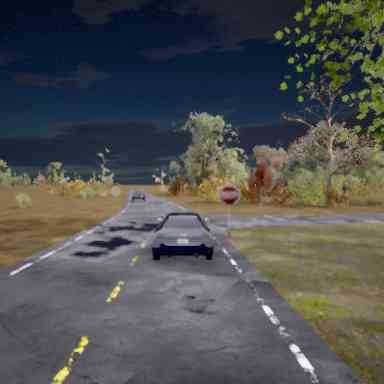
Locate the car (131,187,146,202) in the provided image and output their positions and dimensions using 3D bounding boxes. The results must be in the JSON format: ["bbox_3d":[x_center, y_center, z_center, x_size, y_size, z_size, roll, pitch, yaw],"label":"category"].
[{"bbox_3d":[-8.853,0.486,55.143,2.150,2.045,5.566,0,1,-10],"label":"car"}]

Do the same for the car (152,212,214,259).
[{"bbox_3d":[-0.311,1.407,11.879,1.994,1.385,4.181,0,1,-1],"label":"car"}]

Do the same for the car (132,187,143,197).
[{"bbox_3d":[-11.567,-0.104,70.639,2.150,2.045,5.566,0,1,-10],"label":"car"}]
